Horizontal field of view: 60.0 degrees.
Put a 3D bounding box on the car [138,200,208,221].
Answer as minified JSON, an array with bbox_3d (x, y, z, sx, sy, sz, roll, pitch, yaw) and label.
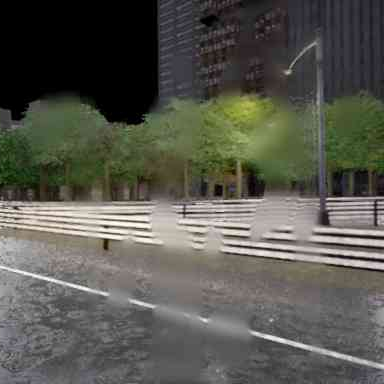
[{"bbox_3d":[-1.397,1.332,23.563,5.008,1.535,1.882,-1,0,6],"label":"car"}]
